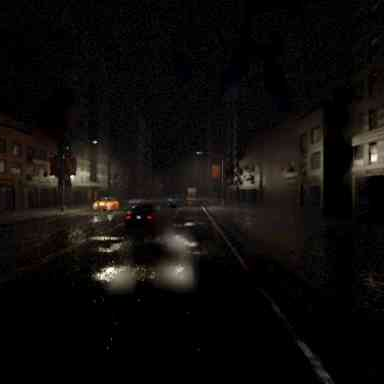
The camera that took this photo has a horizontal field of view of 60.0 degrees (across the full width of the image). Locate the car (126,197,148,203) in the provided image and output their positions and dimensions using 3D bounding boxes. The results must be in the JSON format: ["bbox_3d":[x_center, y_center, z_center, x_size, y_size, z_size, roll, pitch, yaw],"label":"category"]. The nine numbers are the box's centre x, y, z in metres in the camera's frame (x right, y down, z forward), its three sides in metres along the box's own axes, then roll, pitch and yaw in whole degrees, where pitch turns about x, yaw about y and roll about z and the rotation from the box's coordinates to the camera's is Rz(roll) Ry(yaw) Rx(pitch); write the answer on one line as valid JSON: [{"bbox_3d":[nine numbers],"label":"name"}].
[{"bbox_3d":[-6.597,1.598,38.506,1.994,1.385,4.181,0,0,0],"label":"car"}]

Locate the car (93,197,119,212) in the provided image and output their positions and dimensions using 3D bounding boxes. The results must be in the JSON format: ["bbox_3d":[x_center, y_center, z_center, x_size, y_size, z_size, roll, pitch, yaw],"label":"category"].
[{"bbox_3d":[-9.847,1.386,38.371,2.097,1.767,4.553,0,0,0],"label":"car"}]

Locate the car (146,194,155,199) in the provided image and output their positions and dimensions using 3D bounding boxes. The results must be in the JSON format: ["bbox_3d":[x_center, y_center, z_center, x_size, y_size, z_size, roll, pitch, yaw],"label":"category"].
[{"bbox_3d":[-9.766,1.192,78.820,1.837,1.490,4.892,0,0,0],"label":"car"}]

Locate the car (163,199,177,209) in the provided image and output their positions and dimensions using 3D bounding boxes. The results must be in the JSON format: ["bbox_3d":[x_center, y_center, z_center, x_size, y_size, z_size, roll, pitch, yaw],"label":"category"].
[{"bbox_3d":[-3.158,1.606,47.014,1.994,1.385,4.181,0,0,0],"label":"car"}]

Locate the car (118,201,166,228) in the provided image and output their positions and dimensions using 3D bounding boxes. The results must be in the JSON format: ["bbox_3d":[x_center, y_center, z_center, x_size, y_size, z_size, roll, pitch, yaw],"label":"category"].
[{"bbox_3d":[-3.155,1.567,22.203,2.033,1.411,5.357,0,0,0],"label":"car"}]

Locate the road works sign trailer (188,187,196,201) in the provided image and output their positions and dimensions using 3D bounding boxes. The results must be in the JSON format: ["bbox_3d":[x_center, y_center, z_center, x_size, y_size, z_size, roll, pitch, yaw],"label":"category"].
[{"bbox_3d":[-0.019,0.554,90.392,2.380,3.560,2.880,0,0,0],"label":"road works sign trailer"}]
